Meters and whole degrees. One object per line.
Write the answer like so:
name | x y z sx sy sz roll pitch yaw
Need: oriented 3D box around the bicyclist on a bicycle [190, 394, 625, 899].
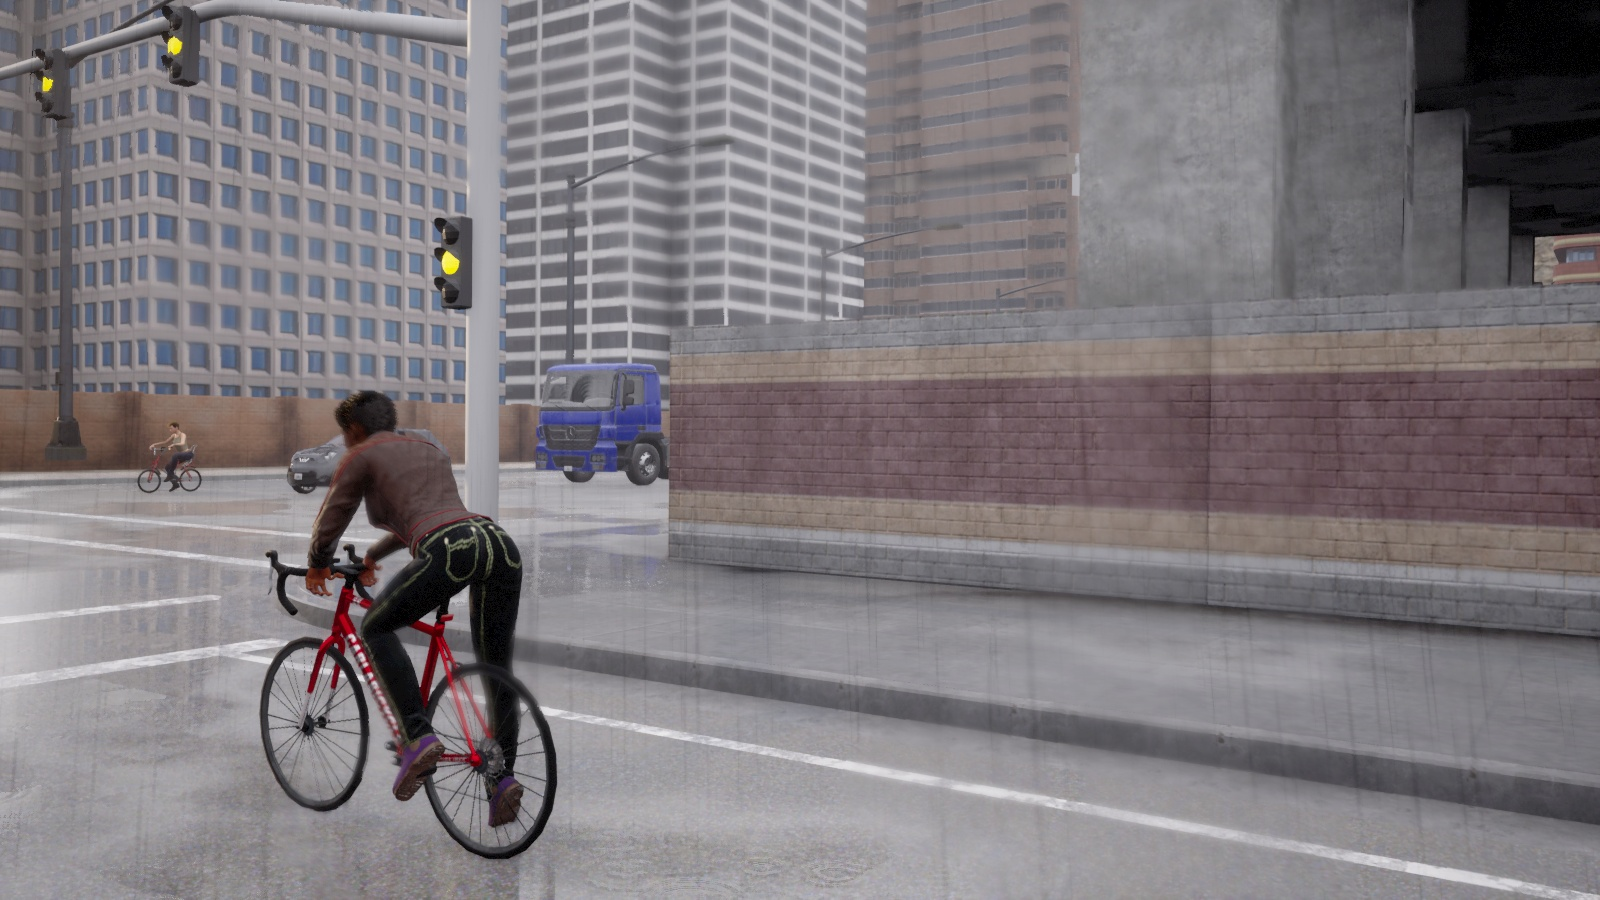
bicyclist on a bicycle | -1.472 0.635 4.599 1.656 1.620 0.582 0 1 34

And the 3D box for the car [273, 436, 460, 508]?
car | -9.798 0.444 28.592 1.845 1.501 3.633 0 1 34

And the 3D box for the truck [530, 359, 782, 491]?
truck | -4.016 -0.721 37.134 2.891 3.462 7.936 0 1 34

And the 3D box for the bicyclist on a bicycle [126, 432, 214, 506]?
bicyclist on a bicycle | -14.201 0.410 28.329 0.866 1.612 1.509 0 1 34
